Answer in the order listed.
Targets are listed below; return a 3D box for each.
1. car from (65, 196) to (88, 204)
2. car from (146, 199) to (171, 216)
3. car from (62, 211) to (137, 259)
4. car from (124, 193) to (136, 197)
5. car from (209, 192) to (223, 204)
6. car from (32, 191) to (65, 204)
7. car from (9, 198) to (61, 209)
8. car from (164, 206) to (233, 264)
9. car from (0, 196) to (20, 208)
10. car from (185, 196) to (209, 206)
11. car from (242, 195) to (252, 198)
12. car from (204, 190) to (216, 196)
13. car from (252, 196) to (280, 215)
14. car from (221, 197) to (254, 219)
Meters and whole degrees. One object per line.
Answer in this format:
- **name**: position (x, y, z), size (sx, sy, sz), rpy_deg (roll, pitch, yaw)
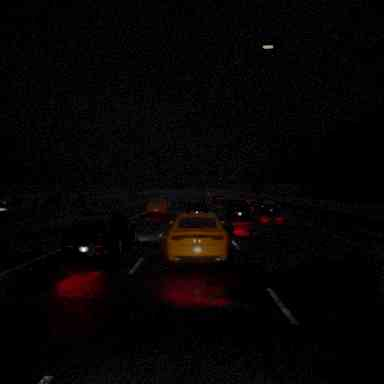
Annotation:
- **car**: position (-16.963, 1.248, 48.914), size (2.033, 1.411, 5.357), rpy_deg (0, 1, 1)
- **car**: position (-3.060, 1.380, 31.058), size (1.882, 1.535, 5.008), rpy_deg (0, 0, 1)
- **car**: position (-3.310, 1.503, 12.665), size (1.837, 1.490, 4.892), rpy_deg (0, 0, 1)
- **car**: position (-13.081, 0.896, 70.903), size (2.033, 1.411, 5.357), rpy_deg (0, 1, 1)
- **car**: position (4.164, 1.139, 53.224), size (1.837, 1.490, 4.892), rpy_deg (0, 1, 1)
- **car**: position (-20.502, 0.949, 47.075), size (2.150, 2.045, 5.566), rpy_deg (0, 1, 1)
- **car**: position (-13.781, 1.519, 29.572), size (1.895, 1.301, 4.718), rpy_deg (0, 0, 1)
- **car**: position (0.181, 1.477, 11.837), size (1.882, 1.535, 5.008), rpy_deg (0, 0, 1)
- **car**: position (-24.046, 1.299, 43.685), size (1.812, 1.442, 4.674), rpy_deg (0, 1, 1)
- **car**: position (0.423, 1.417, 29.809), size (1.837, 1.490, 4.892), rpy_deg (0, 0, 1)
- **car**: position (7.589, 1.243, 45.694), size (1.837, 1.490, 4.892), rpy_deg (0, 1, 1)
- **car**: position (4.558, 0.421, 80.244), size (2.150, 2.045, 5.566), rpy_deg (0, 1, 1)
- **car**: position (7.241, 1.415, 32.302), size (1.812, 1.442, 4.674), rpy_deg (0, 1, 3)
- **car**: position (3.804, 1.426, 28.508), size (1.837, 1.490, 4.892), rpy_deg (0, 0, 1)
